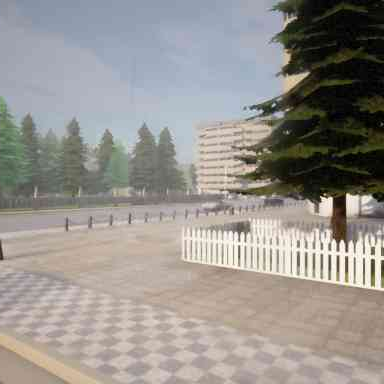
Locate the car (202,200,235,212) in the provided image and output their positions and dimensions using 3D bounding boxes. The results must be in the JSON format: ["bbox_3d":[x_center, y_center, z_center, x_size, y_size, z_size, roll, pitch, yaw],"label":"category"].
[{"bbox_3d":[3.235,1.600,39.540,1.895,1.301,4.718,0,0,36],"label":"car"}]

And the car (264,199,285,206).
[{"bbox_3d":[13.373,1.477,53.704,1.882,1.535,5.008,0,0,36],"label":"car"}]
